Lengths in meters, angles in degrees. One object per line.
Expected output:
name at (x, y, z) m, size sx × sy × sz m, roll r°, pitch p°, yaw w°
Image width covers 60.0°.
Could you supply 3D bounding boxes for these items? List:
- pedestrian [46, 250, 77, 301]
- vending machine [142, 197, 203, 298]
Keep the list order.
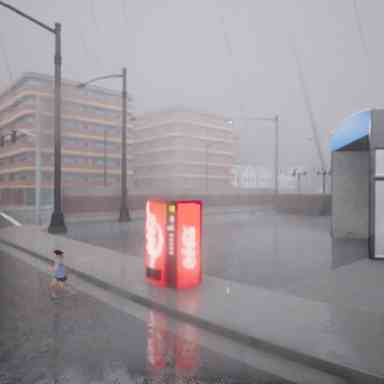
pedestrian at (-2.658, 1.648, 6.723) m, size 0.500 × 1.100 × 0.500 m, roll 0°, pitch 0°, yaw -43°
vending machine at (-0.437, 1.174, 7.682) m, size 1.100 × 2.100 × 0.880 m, roll 0°, pitch 0°, yaw -44°
